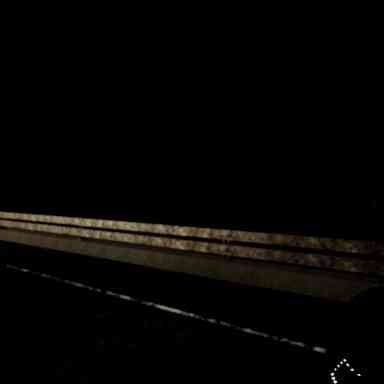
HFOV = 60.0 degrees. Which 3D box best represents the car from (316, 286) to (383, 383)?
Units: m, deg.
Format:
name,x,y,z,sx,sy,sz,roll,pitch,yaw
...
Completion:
name,x,y,z,sx,sy,sz,roll,pitch,yaw
car,3.506,1.231,1.492,5.566,2.045,2.150,0,0,35
